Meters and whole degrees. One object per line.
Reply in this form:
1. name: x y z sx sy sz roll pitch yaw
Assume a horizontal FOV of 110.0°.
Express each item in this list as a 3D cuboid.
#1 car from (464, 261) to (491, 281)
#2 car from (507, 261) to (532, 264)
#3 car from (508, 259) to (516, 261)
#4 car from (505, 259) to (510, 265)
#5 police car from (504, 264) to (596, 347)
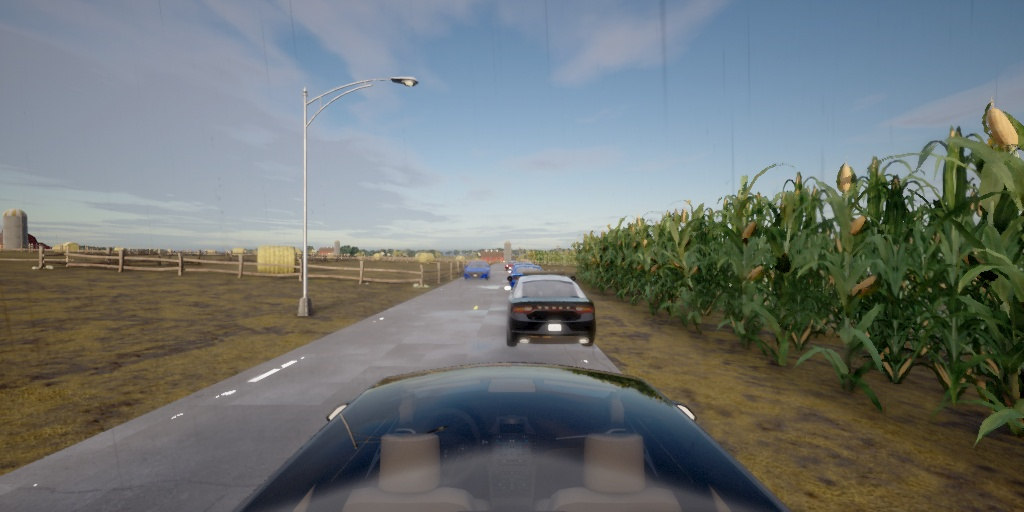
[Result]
1. car: -2.759 1.196 29.481 1.882 1.535 5.008 0 0 0
2. car: 0.819 1.213 19.373 1.882 1.535 5.008 0 0 0
3. car: 0.813 1.201 25.373 1.882 1.535 5.008 0 0 0
4. car: 0.019 1.294 47.726 1.895 1.301 4.718 0 0 0
5. police car: 0.822 1.171 9.483 1.930 1.638 5.238 0 0 0
